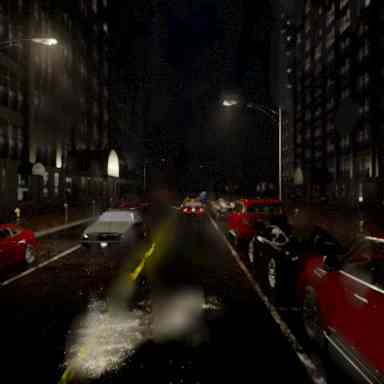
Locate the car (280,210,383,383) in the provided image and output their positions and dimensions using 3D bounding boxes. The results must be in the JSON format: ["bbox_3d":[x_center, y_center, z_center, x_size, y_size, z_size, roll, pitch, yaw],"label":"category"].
[{"bbox_3d":[2.695,1.293,3.340,2.192,1.841,5.009,0,0,0],"label":"car"}]

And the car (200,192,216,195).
[{"bbox_3d":[2.694,1.005,47.653,2.192,1.841,5.009,0,0,0],"label":"car"}]

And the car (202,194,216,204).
[{"bbox_3d":[2.693,1.093,53.193,1.967,1.590,4.097,0,0,0],"label":"car"}]

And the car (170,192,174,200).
[{"bbox_3d":[-5.689,1.051,75.350,1.887,1.381,4.507,0,0,0],"label":"car"}]

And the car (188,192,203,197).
[{"bbox_3d":[0.099,1.190,44.191,1.882,1.535,5.008,0,1,0],"label":"car"}]

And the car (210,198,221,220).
[{"bbox_3d":[2.694,1.385,25.498,2.008,1.369,4.403,0,0,0],"label":"car"}]

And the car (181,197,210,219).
[{"bbox_3d":[0.099,1.370,27.215,2.033,1.411,5.357,0,0,0],"label":"car"}]

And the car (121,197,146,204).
[{"bbox_3d":[-5.687,1.380,31.037,1.802,1.307,4.206,0,0,0],"label":"car"}]

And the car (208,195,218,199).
[{"bbox_3d":[2.693,1.323,31.207,1.752,1.417,4.829,0,0,0],"label":"car"}]

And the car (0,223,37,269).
[{"bbox_3d":[-5.686,1.523,8.880,1.802,1.307,4.206,0,0,0],"label":"car"}]

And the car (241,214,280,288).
[{"bbox_3d":[2.694,1.508,8.881,1.947,1.339,4.313,0,0,0],"label":"car"}]

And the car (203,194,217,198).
[{"bbox_3d":[2.693,1.292,42.116,1.947,1.339,4.313,0,0,0],"label":"car"}]

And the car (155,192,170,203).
[{"bbox_3d":[-5.687,0.931,58.731,2.192,1.841,5.009,0,0,0],"label":"car"}]

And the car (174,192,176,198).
[{"bbox_3d":[-5.690,0.942,91.967,1.887,1.381,4.507,0,0,0],"label":"car"}]

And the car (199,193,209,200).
[{"bbox_3d":[2.692,0.947,75.350,1.967,1.590,4.097,0,0,0],"label":"car"}]

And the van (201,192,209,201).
[{"bbox_3d":[2.692,0.885,69.810,1.690,1.788,3.998,0,0,0],"label":"van"}]

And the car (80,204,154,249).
[{"bbox_3d":[-3.099,1.454,14.360,2.033,1.411,5.357,0,0,0],"label":"car"}]

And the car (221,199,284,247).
[{"bbox_3d":[2.695,1.221,14.419,2.192,1.841,5.009,0,0,0],"label":"car"}]

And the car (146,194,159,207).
[{"bbox_3d":[-5.687,1.307,42.115,1.802,1.307,4.206,0,0,0],"label":"car"}]
